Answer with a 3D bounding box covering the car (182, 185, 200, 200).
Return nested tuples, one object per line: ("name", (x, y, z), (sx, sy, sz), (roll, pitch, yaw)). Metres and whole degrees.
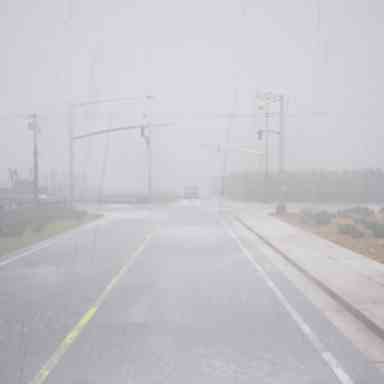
("car", (-0.124, 0.098, 44.989), (2.150, 2.045, 5.566), (0, 3, -3))
